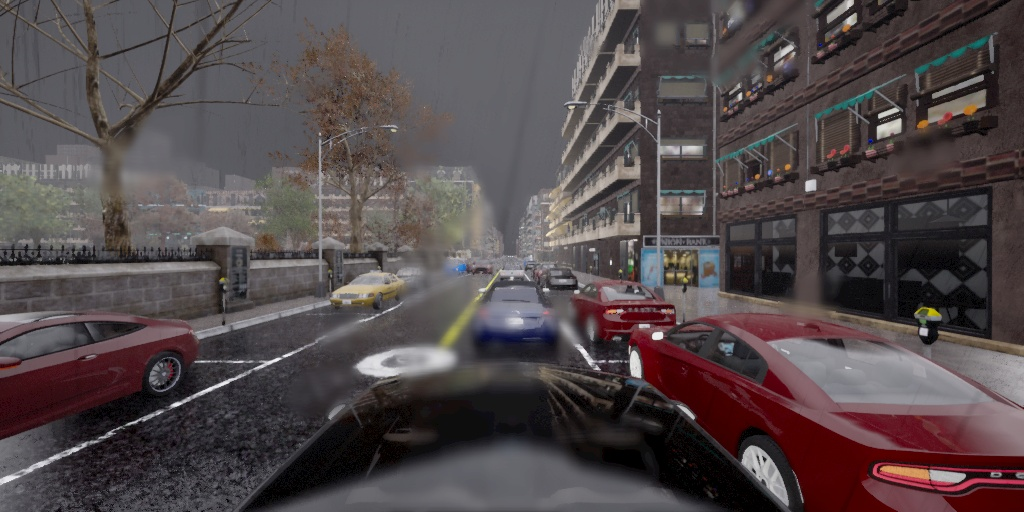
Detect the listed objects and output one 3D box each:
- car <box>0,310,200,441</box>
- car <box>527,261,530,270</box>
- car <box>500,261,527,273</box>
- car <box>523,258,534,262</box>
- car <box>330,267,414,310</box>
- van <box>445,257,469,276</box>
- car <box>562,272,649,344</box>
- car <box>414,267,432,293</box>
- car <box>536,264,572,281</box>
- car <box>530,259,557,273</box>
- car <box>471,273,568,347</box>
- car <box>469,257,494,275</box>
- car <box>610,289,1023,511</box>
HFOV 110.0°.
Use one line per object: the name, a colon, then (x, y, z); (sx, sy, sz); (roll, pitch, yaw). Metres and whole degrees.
car: (-5.694, 1.332, 3.914); (1.802, 1.307, 4.207); (0, 0, 0)
car: (2.622, 1.319, 31.609); (1.948, 1.339, 4.313); (0, 0, 0)
car: (0.034, 1.354, 29.341); (1.895, 1.301, 4.718); (0, 0, 1)
car: (2.583, 1.324, 48.214); (1.948, 1.339, 4.313); (0, 0, 0)
car: (-5.719, 1.275, 14.814); (1.751, 1.417, 4.829); (0, 0, 0)
van: (-5.772, 1.096, 37.123); (1.690, 1.789, 3.998); (0, 0, 0)
car: (2.674, 1.295, 9.469); (1.888, 1.381, 4.507); (0, 0, 0)
car: (-5.733, 1.301, 20.519); (2.007, 1.370, 4.403); (0, 0, 0)
car: (2.648, 1.317, 20.539); (1.948, 1.339, 4.313); (0, 0, 0)
car: (2.635, 1.192, 26.074); (1.967, 1.591, 4.097); (0, 0, 0)
car: (0.082, 1.314, 9.307); (1.994, 1.385, 4.181); (0, 0, 0)
car: (-3.136, 1.107, 38.800); (2.097, 1.767, 4.553); (0, 0, 0)
car: (2.686, 1.295, 3.934); (1.888, 1.381, 4.507); (0, 0, 0)
